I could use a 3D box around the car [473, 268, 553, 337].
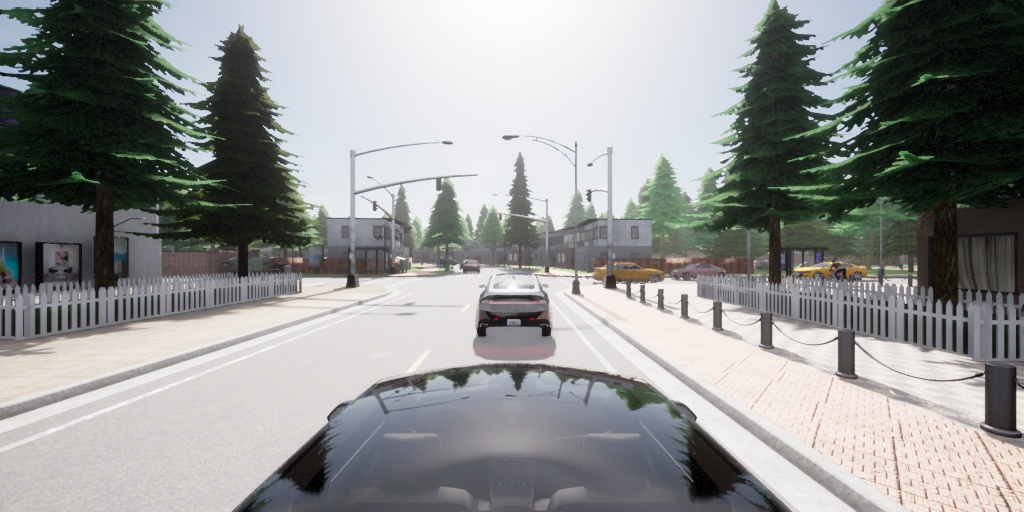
[{"bbox_3d":[0.056,1.242,10.291,2.128,1.511,4.902,0,0,0],"label":"car"}]

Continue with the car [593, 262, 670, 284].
[{"bbox_3d":[8.422,1.212,26.066,5.008,1.535,1.882,0,0,3],"label":"car"}]

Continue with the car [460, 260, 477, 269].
[{"bbox_3d":[-6.827,1.278,55.539,1.994,1.385,4.181,0,0,-16],"label":"car"}]

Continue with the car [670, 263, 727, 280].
[{"bbox_3d":[15.295,1.299,29.595,4.181,1.385,1.994,0,0,2],"label":"car"}]

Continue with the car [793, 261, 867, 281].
[{"bbox_3d":[25.895,1.212,29.289,5.008,1.535,1.882,0,0,2],"label":"car"}]

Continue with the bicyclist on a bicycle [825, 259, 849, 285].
[{"bbox_3d":[19.886,1.035,21.978,0.582,1.620,1.656,0,0,2],"label":"bicyclist on a bicycle"}]

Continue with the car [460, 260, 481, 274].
[{"bbox_3d":[-4.589,1.193,41.136,1.882,1.535,5.008,0,0,-4],"label":"car"}]
